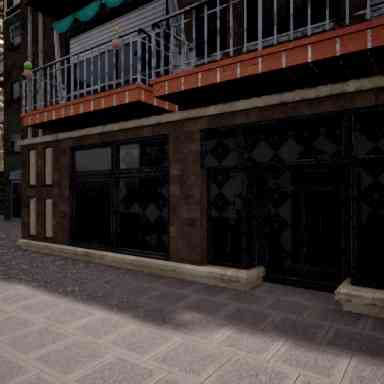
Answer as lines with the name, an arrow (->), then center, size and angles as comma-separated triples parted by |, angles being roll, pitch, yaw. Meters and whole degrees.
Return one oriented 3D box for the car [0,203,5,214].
car -> -19.409, 1.320, 30.057 | 1.967, 1.590, 4.097 | 0, 1, 36
